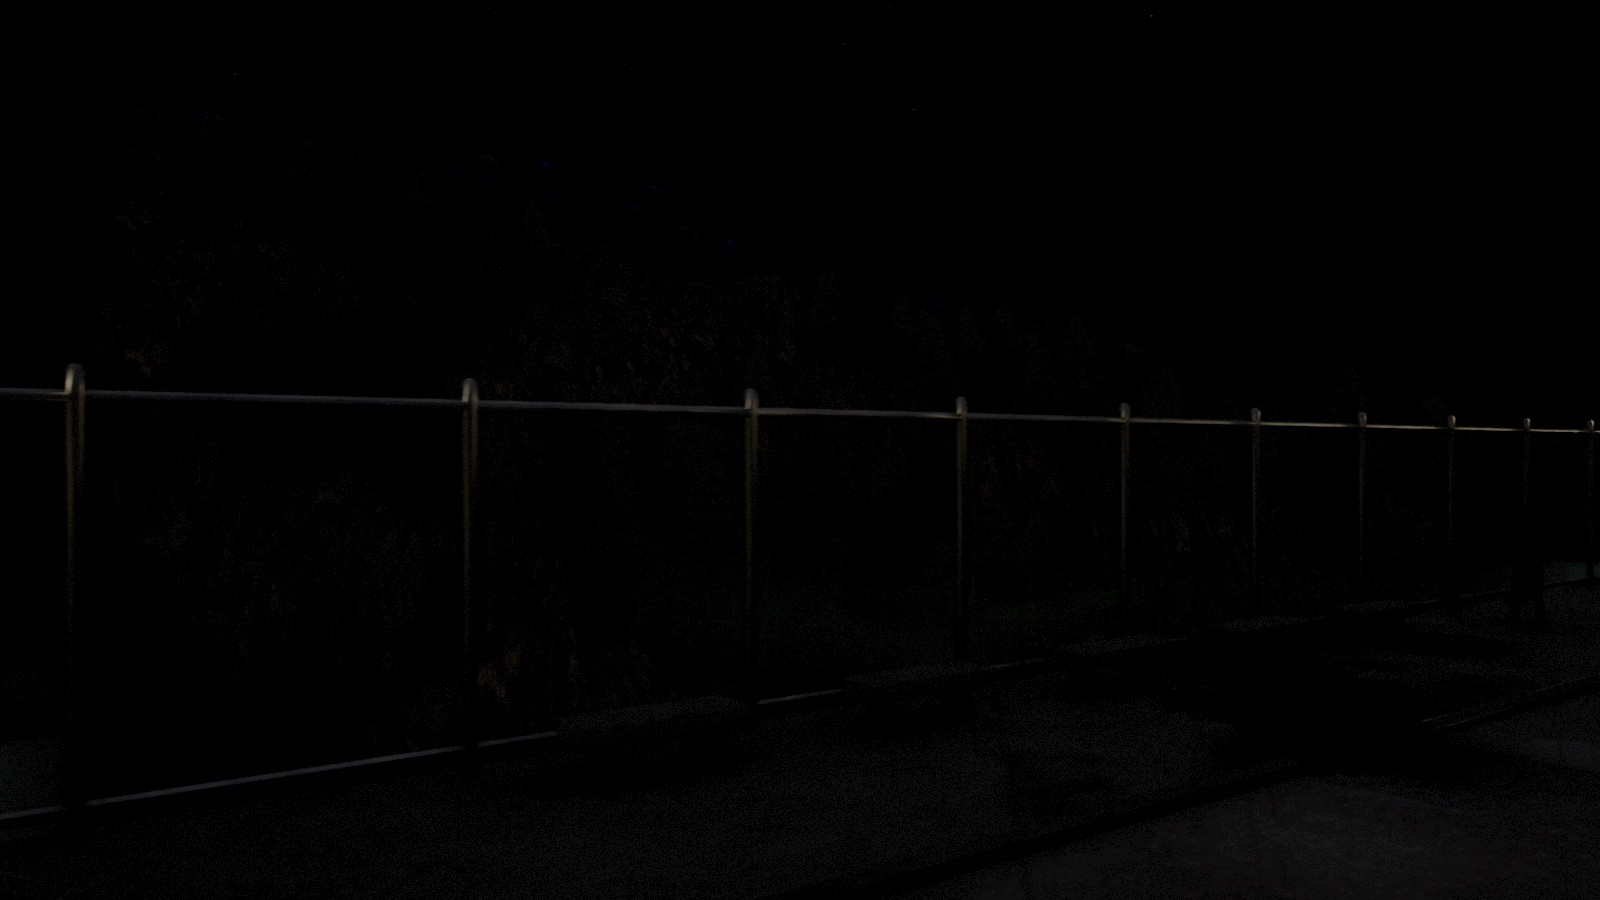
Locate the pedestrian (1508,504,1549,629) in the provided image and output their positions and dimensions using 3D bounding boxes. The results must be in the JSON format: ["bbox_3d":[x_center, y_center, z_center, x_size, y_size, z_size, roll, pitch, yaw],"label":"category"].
[{"bbox_3d":[11.076,1.759,17.374,0.375,1.860,0.375,0,0,-26],"label":"pedestrian"}]
